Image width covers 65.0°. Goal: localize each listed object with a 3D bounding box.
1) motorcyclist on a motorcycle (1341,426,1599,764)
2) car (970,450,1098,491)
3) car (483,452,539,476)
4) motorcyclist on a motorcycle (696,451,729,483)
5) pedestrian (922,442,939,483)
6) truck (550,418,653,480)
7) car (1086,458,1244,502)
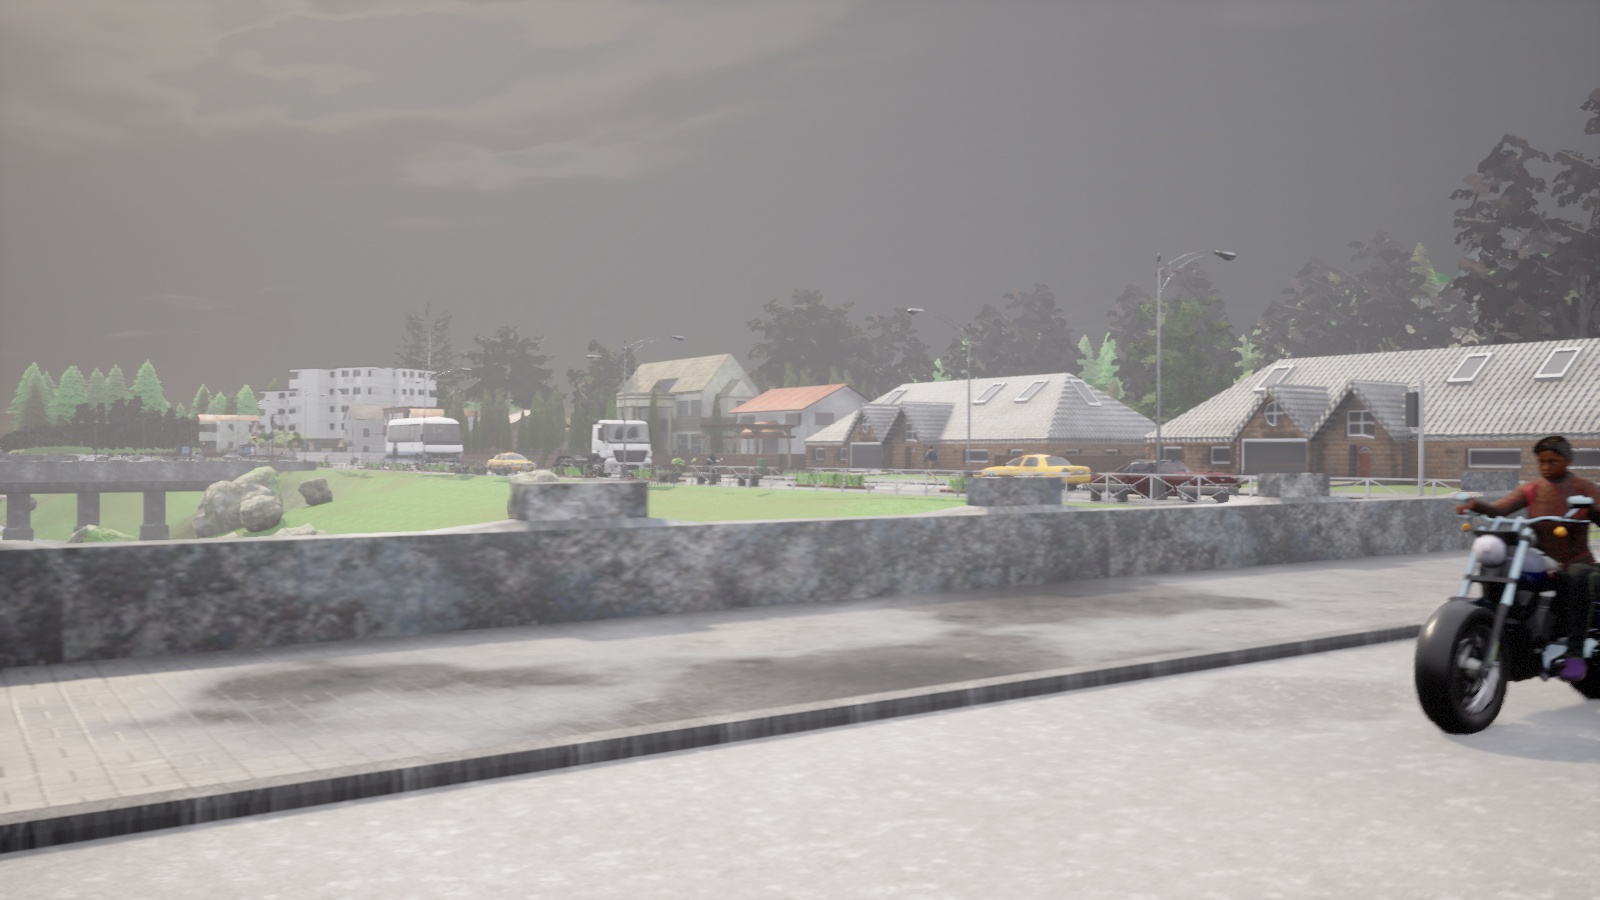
[{"bbox_3d":[4.097,0.704,7.116,2.350,1.649,0.766,0,0,-35],"label":"motorcyclist on a motorcycle"},{"bbox_3d":[9.342,0.788,50.571,1.801,1.575,5.366,0,0,-35],"label":"car"},{"bbox_3d":[-19.649,0.934,85.232,1.801,1.575,5.366,0,0,-35],"label":"car"},{"bbox_3d":[-4.430,0.863,63.363,0.866,1.590,1.817,0,0,-35],"label":"motorcyclist on a motorcycle"},{"bbox_3d":[6.326,0.590,60.807,0.423,1.949,0.788,0,0,-35],"label":"pedestrian"},{"bbox_3d":[-11.783,-0.031,73.923,2.891,3.462,7.936,0,0,-35],"label":"truck"},{"bbox_3d":[11.628,0.919,40.282,1.895,1.301,4.718,0,0,-35],"label":"car"}]
